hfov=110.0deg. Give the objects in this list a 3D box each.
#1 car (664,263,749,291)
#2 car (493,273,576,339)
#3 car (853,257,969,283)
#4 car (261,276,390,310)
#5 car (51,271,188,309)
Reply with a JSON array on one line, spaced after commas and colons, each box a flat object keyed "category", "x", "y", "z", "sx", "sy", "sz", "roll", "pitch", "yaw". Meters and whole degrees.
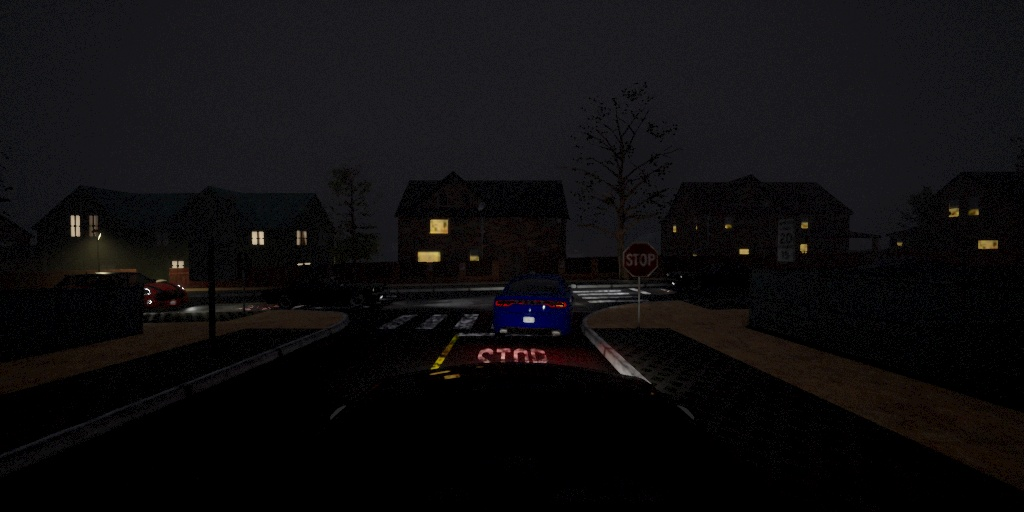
[{"category": "car", "x": 10.408, "y": 1.034, "z": 18.319, "sx": 4.718, "sy": 1.301, "sz": 1.895, "roll": -1, "pitch": 1, "yaw": -1}, {"category": "car", "x": 0.785, "y": 1.226, "z": 10.182, "sx": 1.882, "sy": 1.535, "sz": 5.008, "roll": 0, "pitch": 0, "yaw": 10}, {"category": "car", "x": 20.053, "y": 0.753, "z": 18.357, "sx": 5.357, "sy": 1.411, "sz": 2.033, "roll": -1, "pitch": 1, "yaw": 0}, {"category": "car", "x": -7.814, "y": 1.506, "z": 15.388, "sx": 4.718, "sy": 1.301, "sz": 1.895, "roll": -1, "pitch": 1, "yaw": 0}, {"category": "car", "x": -16.801, "y": 1.471, "z": 15.379, "sx": 4.553, "sy": 1.767, "sz": 2.097, "roll": -1, "pitch": 1, "yaw": 0}]
